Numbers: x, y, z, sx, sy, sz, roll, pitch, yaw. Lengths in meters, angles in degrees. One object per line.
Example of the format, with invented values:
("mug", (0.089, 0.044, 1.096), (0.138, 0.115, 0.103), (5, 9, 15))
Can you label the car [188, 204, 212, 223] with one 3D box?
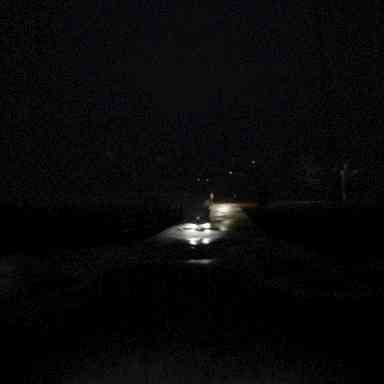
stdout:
("car", (0.763, 1.881, 29.715), (2.128, 1.511, 4.902), (-1, -1, 6))
